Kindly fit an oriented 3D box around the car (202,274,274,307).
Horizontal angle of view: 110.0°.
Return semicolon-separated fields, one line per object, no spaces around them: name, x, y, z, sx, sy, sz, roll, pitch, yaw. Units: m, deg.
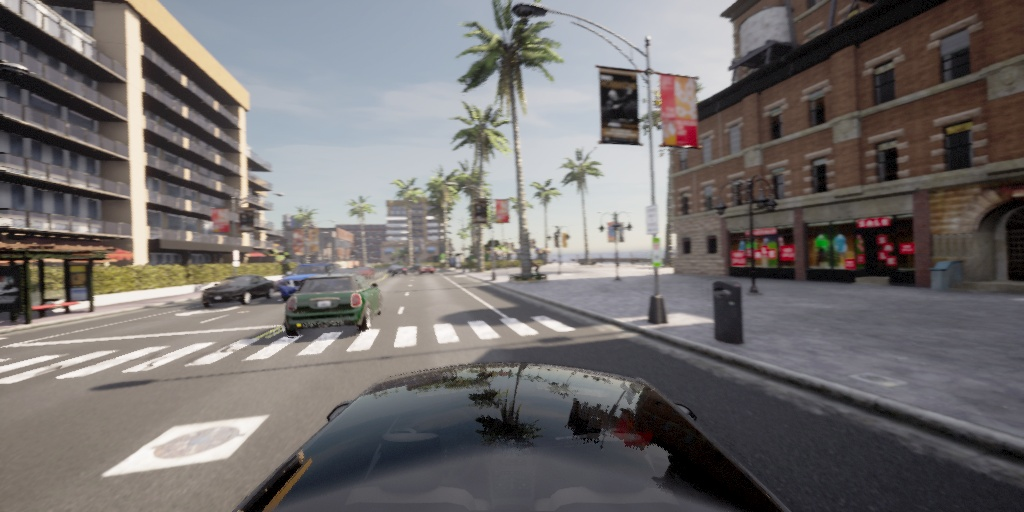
car;-15.028;1.816;19.974;1.882;1.535;5.008;-2;0;-14

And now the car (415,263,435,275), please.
car;-11.952;1.912;49.922;1.895;1.301;4.718;-2;0;-18

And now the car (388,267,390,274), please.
car;-18.844;2.106;57.893;1.812;1.442;4.674;-2;0;-26

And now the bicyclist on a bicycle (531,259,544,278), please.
bicyclist on a bicycle;1.663;1.062;27.191;1.656;1.620;0.582;-2;0;-14

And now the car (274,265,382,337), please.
car;-5.529;1.327;11.657;2.097;1.767;4.553;-2;0;-14

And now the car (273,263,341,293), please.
car;-11.804;1.449;21.474;2.150;2.045;5.566;-2;0;-14

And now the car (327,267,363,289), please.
car;-14.223;1.817;30.893;1.882;1.535;5.008;-2;0;-14

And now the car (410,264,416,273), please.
car;-15.677;1.976;59.377;1.837;1.490;4.892;-2;0;-26

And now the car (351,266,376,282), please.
car;-16.724;1.933;40.523;1.882;1.535;5.008;-2;0;-15

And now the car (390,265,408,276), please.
car;-15.110;1.945;48.262;1.812;1.442;4.674;-2;0;-18
